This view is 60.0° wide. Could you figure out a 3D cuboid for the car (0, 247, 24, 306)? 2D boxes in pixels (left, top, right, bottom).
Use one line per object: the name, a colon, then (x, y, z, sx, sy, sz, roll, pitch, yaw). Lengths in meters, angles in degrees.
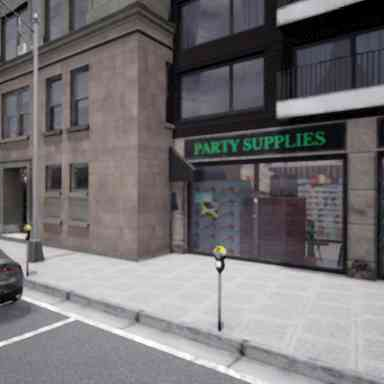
car: (-5.118, 1.540, 6.735, 4.403, 1.369, 2.008, 0, 0, 36)
